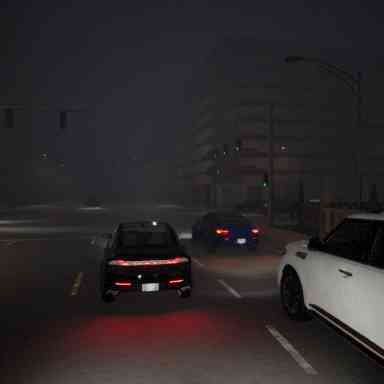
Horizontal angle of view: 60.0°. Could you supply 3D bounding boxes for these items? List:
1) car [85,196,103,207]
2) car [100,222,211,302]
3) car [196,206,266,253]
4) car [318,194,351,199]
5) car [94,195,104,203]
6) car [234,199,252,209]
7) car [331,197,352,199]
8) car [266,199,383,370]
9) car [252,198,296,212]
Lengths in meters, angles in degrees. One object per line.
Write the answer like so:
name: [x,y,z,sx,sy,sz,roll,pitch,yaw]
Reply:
car: [-14.661,1.564,49.459,1.994,1.385,4.181,0,0,-13]
car: [-1.212,1.492,8.335,2.128,1.511,4.902,0,0,-11]
car: [1.242,1.526,13.757,1.812,1.442,4.674,0,0,-12]
car: [16.638,1.277,40.051,5.566,2.045,2.150,0,0,-14]
car: [-19.301,1.478,69.062,1.882,1.535,5.008,0,0,-14]
car: [7.065,1.560,37.692,4.892,1.490,1.837,0,0,-14]
car: [17.819,1.581,36.730,4.674,1.442,1.812,0,0,-14]
car: [2.985,1.222,4.218,2.150,2.045,5.566,0,0,-7]
car: [9.099,1.407,34.591,4.553,1.767,2.097,0,0,-14]
